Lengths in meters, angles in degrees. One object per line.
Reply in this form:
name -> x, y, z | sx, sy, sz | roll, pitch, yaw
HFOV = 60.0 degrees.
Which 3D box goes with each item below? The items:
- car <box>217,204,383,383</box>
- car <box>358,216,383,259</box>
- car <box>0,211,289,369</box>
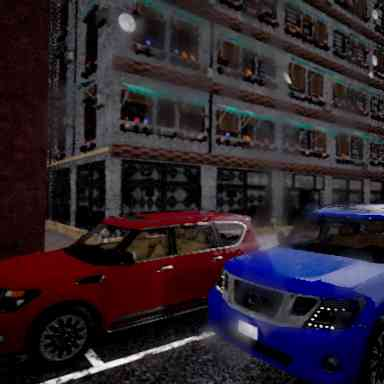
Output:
car -> 2.890, 1.246, 5.440 | 5.566, 2.045, 2.150 | 0, 0, -35
car -> 8.346, 1.630, 12.493 | 4.313, 1.339, 1.947 | 0, 1, -35
car -> -0.854, 1.327, 5.930 | 5.009, 1.841, 2.192 | 0, 1, -35
